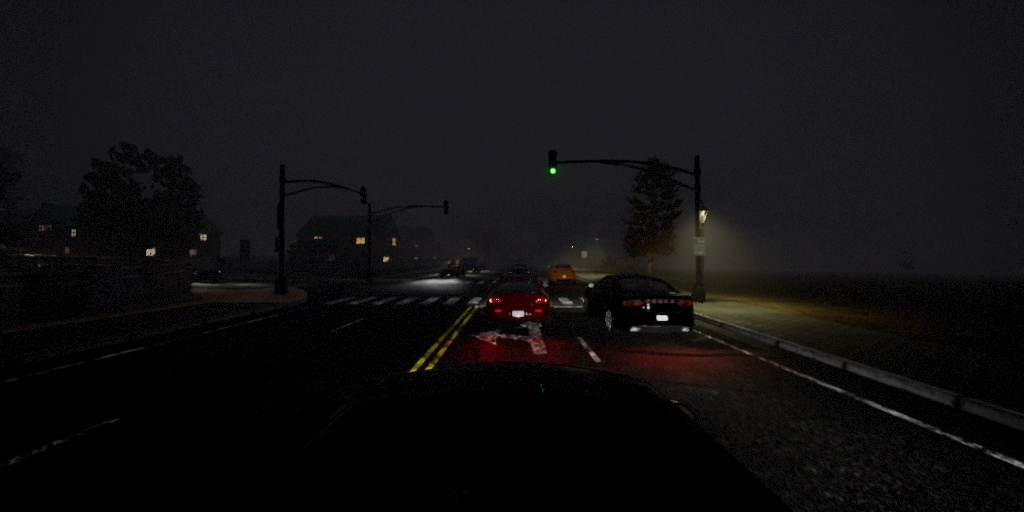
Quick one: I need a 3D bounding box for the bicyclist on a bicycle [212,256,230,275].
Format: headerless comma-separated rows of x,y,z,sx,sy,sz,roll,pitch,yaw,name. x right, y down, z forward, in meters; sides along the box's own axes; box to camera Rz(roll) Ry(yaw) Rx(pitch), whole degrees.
-24.613,0.816,30.217,0.582,1.620,1.656,1,-1,15,bicyclist on a bicycle

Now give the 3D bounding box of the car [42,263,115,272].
-31.166,0.901,25.888,4.718,1.301,1.895,1,-1,15,car

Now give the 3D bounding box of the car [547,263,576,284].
3.785,1.311,27.943,1.882,1.535,5.008,0,0,2,car

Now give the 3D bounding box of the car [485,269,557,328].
0.191,1.303,11.424,1.812,1.442,4.674,0,0,1,car

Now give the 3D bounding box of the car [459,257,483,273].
-5.446,1.134,45.987,2.150,2.045,5.566,0,0,3,car

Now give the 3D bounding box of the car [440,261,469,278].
-5.890,1.472,36.090,1.895,1.301,4.718,0,0,3,car

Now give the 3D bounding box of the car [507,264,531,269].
0.576,1.366,29.344,1.812,1.442,4.674,0,0,2,car

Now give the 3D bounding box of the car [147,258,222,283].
-21.351,0.935,23.276,5.008,1.535,1.882,1,-1,15,car

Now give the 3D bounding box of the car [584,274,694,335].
3.427,1.253,10.597,1.882,1.535,5.008,0,0,1,car

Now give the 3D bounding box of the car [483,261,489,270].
-4.836,1.439,56.250,1.882,1.535,5.008,0,0,4,car

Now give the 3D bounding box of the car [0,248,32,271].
-41.274,0.359,28.599,5.566,2.045,2.150,1,-1,15,car
